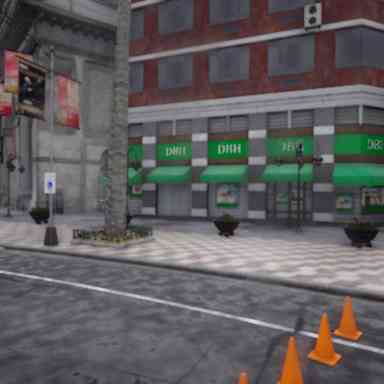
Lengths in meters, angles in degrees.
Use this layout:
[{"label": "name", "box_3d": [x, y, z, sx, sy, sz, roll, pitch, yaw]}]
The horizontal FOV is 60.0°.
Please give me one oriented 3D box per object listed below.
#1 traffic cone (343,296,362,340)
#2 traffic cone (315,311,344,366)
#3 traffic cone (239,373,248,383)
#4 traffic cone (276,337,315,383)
[{"label": "traffic cone", "box_3d": [2.464, 1.949, 5.258, 0.340, 0.580, 0.340, 1, 0, 42]}, {"label": "traffic cone", "box_3d": [1.797, 1.947, 4.513, 0.340, 0.580, 0.340, 1, 0, 42]}, {"label": "traffic cone", "box_3d": [0.463, 1.944, 3.023, 0.340, 0.580, 0.340, 1, 0, 42]}, {"label": "traffic cone", "box_3d": [1.130, 1.946, 3.768, 0.340, 0.580, 0.340, 1, 0, 42]}]
